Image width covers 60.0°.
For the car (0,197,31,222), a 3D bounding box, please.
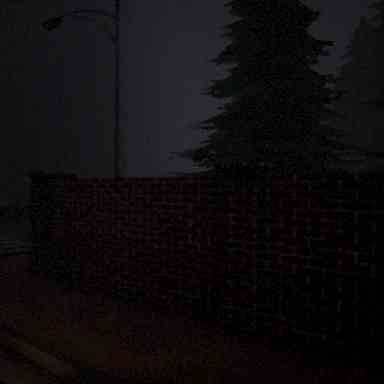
[{"bbox_3d":[-12.520,1.124,23.971,2.097,1.767,4.553,1,0,35],"label":"car"}]
